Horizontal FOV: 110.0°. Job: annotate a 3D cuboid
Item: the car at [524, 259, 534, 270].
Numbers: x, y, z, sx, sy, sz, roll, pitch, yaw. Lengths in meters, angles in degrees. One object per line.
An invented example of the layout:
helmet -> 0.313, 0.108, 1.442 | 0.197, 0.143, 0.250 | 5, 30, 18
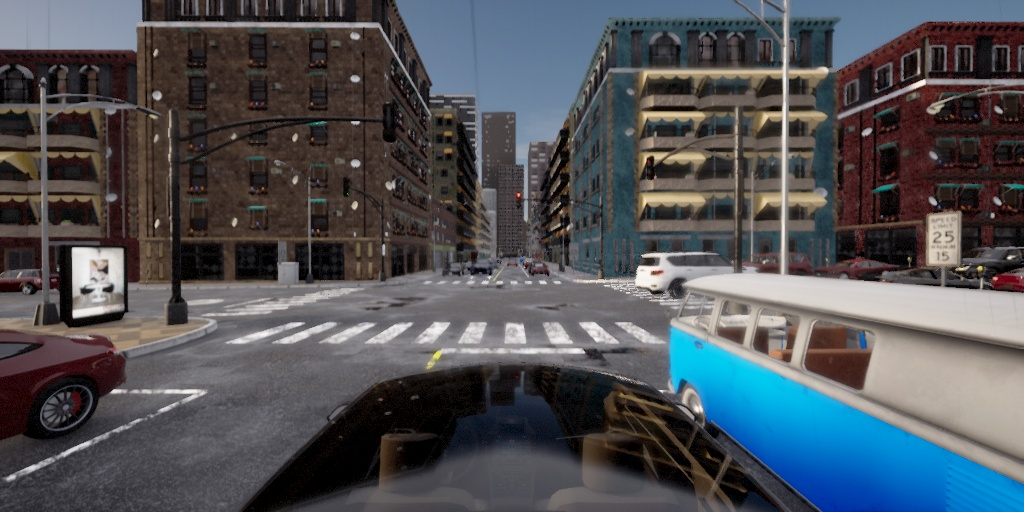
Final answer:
car -> 2.734, 1.274, 40.697 | 1.948, 1.339, 4.313 | 0, 0, 0

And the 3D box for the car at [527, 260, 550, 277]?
car -> 2.727, 1.295, 35.173 | 1.802, 1.307, 4.207 | 0, 0, 0

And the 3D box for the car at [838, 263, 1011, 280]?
car -> 15.808, 1.083, 13.937 | 4.313, 1.339, 1.948 | 0, 0, 0

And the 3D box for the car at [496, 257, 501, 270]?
car -> -3.029, 1.265, 52.152 | 1.994, 1.385, 4.181 | 0, 0, 0

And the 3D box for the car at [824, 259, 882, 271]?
car -> 21.366, 0.906, 22.351 | 4.507, 1.381, 1.888 | 0, 0, 0

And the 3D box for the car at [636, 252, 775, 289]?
car -> 8.641, 0.831, 16.650 | 5.566, 2.045, 2.150 | -2, 0, -6

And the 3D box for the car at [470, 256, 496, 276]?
car -> -3.057, 1.064, 36.796 | 2.097, 1.767, 4.553 | 0, 0, 0

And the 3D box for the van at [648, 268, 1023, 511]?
van -> 2.690, 1.089, 2.779 | 1.690, 1.789, 3.998 | 0, 0, 0

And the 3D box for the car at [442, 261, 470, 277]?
car -> -5.654, 1.279, 35.195 | 1.948, 1.339, 4.313 | 0, 0, 0

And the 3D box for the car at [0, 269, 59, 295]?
car -> -30.238, 1.549, 22.170 | 4.097, 1.591, 1.967 | 0, 0, 0

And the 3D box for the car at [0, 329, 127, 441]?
car -> -5.691, 1.331, 2.790 | 1.802, 1.307, 4.207 | 0, 0, 0

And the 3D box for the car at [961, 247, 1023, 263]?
car -> 26.820, 0.526, 19.786 | 5.566, 2.045, 2.150 | -1, 1, 0

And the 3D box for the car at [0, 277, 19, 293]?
car -> -22.380, 1.623, 13.578 | 4.403, 1.370, 2.007 | 0, 0, 0

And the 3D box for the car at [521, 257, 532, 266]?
car -> 2.746, 1.246, 51.743 | 1.888, 1.381, 4.507 | 0, 0, 0

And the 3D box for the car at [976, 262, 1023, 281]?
car -> 21.378, 1.018, 13.971 | 4.207, 1.307, 1.802 | 0, 0, 0

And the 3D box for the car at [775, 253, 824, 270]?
car -> 15.796, 0.756, 22.318 | 5.009, 1.841, 2.192 | 0, 0, 0
